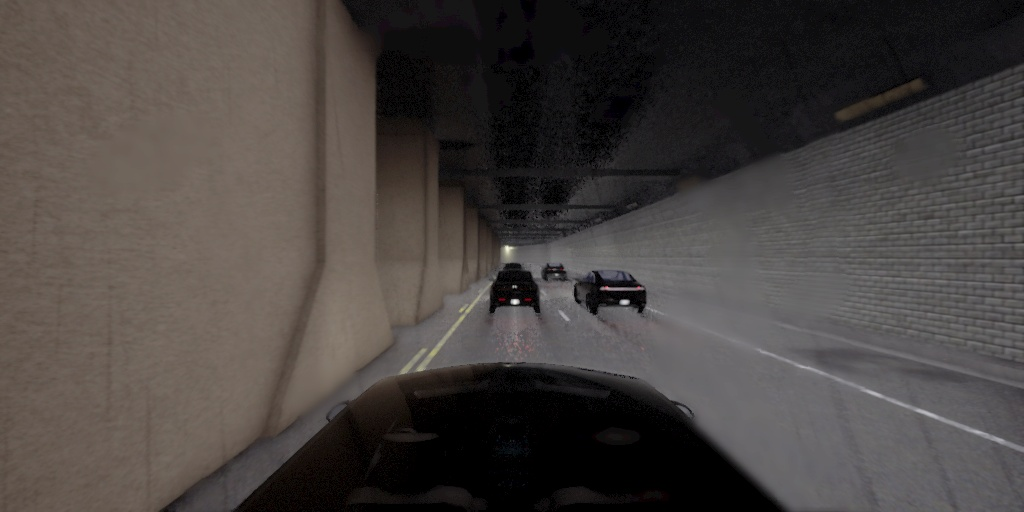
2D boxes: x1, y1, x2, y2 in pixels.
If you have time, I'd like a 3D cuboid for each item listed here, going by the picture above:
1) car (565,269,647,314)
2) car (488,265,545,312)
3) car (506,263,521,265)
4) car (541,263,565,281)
[{"bbox_3d":[3.603,1.272,13.883,2.128,1.511,4.902,0,0,0],"label":"car"},{"bbox_3d":[0.103,1.287,14.419,1.837,1.490,4.892,0,0,0],"label":"car"},{"bbox_3d":[0.106,1.330,31.265,1.837,1.490,4.892,0,0,0],"label":"car"},{"bbox_3d":[3.606,1.316,31.197,2.128,1.511,4.902,0,0,0],"label":"car"}]
